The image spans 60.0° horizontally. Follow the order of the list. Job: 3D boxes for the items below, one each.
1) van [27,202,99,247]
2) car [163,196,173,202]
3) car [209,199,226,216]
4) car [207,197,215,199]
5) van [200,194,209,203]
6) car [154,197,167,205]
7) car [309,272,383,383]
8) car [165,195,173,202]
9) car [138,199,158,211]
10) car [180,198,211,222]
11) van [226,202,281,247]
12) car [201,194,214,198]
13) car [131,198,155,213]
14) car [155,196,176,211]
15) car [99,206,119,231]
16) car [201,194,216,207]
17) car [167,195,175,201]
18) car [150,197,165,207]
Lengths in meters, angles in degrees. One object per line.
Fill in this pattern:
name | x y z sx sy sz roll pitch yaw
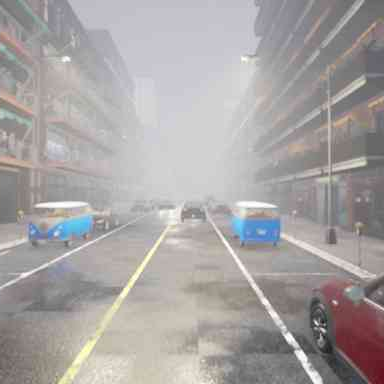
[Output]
van | -5.677 1.350 14.707 1.690 1.788 3.998 1 0 0
car | -5.640 1.629 77.238 1.947 1.339 4.313 1 0 0
car | 2.705 1.603 31.820 1.802 1.307 4.206 1 0 0
car | 2.705 1.591 37.505 1.947 1.339 4.313 1 0 0
van | 2.710 1.398 71.613 1.690 1.788 3.998 1 0 0
car | -5.640 1.571 60.013 1.752 1.417 4.829 1 0 0
car | 2.706 1.442 3.397 1.967 1.590 4.097 1 0 0
car | -5.639 1.595 82.752 1.752 1.417 4.829 1 0 0
car | -5.642 1.596 43.130 1.947 1.339 4.313 1 0 0
car | 0.101 1.508 26.069 2.128 1.511 4.902 0 0 0
van | 2.708 1.350 14.767 1.690 1.788 3.998 1 0 0
car | 2.708 1.475 48.875 1.967 1.590 4.097 1 0 0
car | -5.639 1.465 37.445 1.967 1.590 4.097 1 0 0
car | -3.084 1.593 41.314 1.994 1.385 4.181 0 0 0
car | -5.665 1.563 20.391 2.008 1.369 4.403 1 0 0
car | 2.711 1.355 54.559 2.192 1.841 5.009 1 0 0
car | -5.637 1.517 88.608 1.967 1.590 4.097 1 0 0
car | -5.641 1.585 54.499 1.887 1.381 4.507 1 0 0
